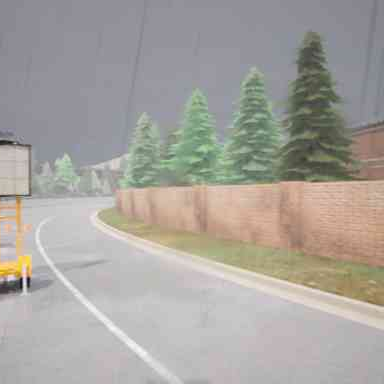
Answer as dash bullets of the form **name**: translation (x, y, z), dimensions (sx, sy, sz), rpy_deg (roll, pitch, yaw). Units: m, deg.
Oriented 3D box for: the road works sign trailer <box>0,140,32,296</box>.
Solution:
- **road works sign trailer**: translation (-5.238, 0.516, 8.110), dimensions (2.380, 3.560, 2.880), rpy_deg (0, 0, -28)
